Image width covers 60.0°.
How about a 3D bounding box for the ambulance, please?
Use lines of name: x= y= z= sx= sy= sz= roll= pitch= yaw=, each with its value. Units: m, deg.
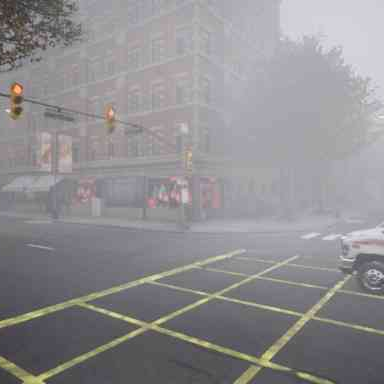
ambulance: x=6.420 y=1.029 z=6.529 sx=6.366 sy=2.431 sz=2.351 roll=0 pitch=0 yaw=36
